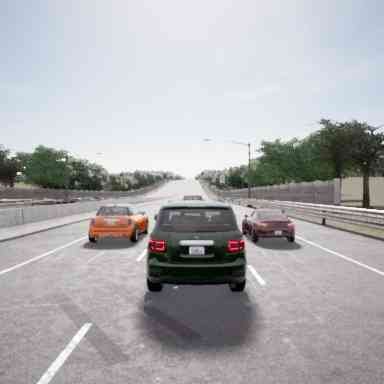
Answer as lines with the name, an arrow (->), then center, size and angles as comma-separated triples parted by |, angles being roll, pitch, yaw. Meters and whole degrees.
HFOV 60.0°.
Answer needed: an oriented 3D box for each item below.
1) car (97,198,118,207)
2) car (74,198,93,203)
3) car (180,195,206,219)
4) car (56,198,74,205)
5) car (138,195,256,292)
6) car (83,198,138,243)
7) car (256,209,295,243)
car -> -14.060, 1.694, 55.635 | 2.128, 1.511, 4.902 | 0, -1, 0
car -> -17.560, 1.721, 55.694 | 1.837, 1.490, 4.892 | 0, -1, 0
car -> 0.068, 1.261, 30.583 | 2.150, 2.045, 5.566 | 0, 0, 0
car -> -21.058, 1.602, 55.840 | 1.895, 1.301, 4.718 | 0, 0, 0
car -> 0.091, 1.218, 9.078 | 2.150, 2.045, 5.566 | 0, 0, 0
car -> -3.421, 1.351, 16.308 | 2.097, 1.767, 4.553 | 0, 0, 1
car -> 3.583, 1.524, 16.075 | 1.812, 1.442, 4.674 | 0, 0, 0
